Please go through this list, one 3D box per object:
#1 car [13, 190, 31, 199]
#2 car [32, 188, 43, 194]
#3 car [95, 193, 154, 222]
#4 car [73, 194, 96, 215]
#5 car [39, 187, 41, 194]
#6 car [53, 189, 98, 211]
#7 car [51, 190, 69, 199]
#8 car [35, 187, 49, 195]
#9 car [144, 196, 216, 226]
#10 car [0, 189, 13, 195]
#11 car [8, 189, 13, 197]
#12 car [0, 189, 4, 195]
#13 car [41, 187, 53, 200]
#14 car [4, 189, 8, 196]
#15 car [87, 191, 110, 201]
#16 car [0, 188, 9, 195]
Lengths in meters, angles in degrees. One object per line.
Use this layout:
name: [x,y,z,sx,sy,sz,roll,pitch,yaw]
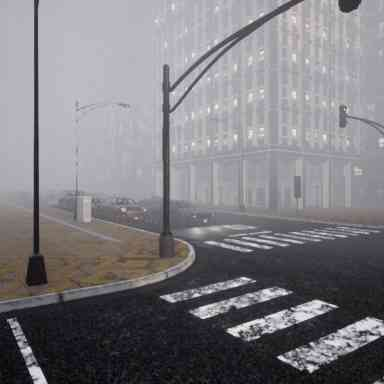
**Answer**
car: [-27.297,0.422,53.974,1.887,1.381,4.507,1,0,-36]
car: [-39.990,-0.213,86.121,1.947,1.339,4.313,1,0,-36]
car: [-4.592,1.068,22.239,1.967,1.590,4.097,1,0,-36]
car: [-7.839,1.103,26.773,1.802,1.307,4.206,1,0,-36]
car: [-33.501,-0.021,77.050,1.887,1.381,4.507,1,0,-36]
car: [-11.075,0.729,31.306,2.192,1.841,5.009,1,0,-36]
car: [-23.089,0.378,58.018,1.812,1.442,4.674,0,1,-36]
car: [-36.740,-0.357,81.585,2.192,1.841,5.009,1,0,-36]
car: [-0.746,1.229,21.294,2.033,1.411,5.357,0,1,-35]
car: [-40.271,0.015,72.108,1.947,1.339,4.313,1,0,-36]
car: [-30.540,0.321,58.508,2.008,1.369,4.403,1,0,-36]
car: [-37.027,0.107,67.575,2.008,1.369,4.403,1,0,-36]
car: [-20.494,0.356,49.063,1.812,1.442,4.674,0,1,-36]
car: [-33.783,0.208,63.041,1.887,1.381,4.507,1,0,-36]
car: [-14.036,0.643,49.839,1.947,1.339,4.313,1,0,-36]
car: [-43.513,-0.113,76.642,1.887,1.381,4.507,1,0,-36]
